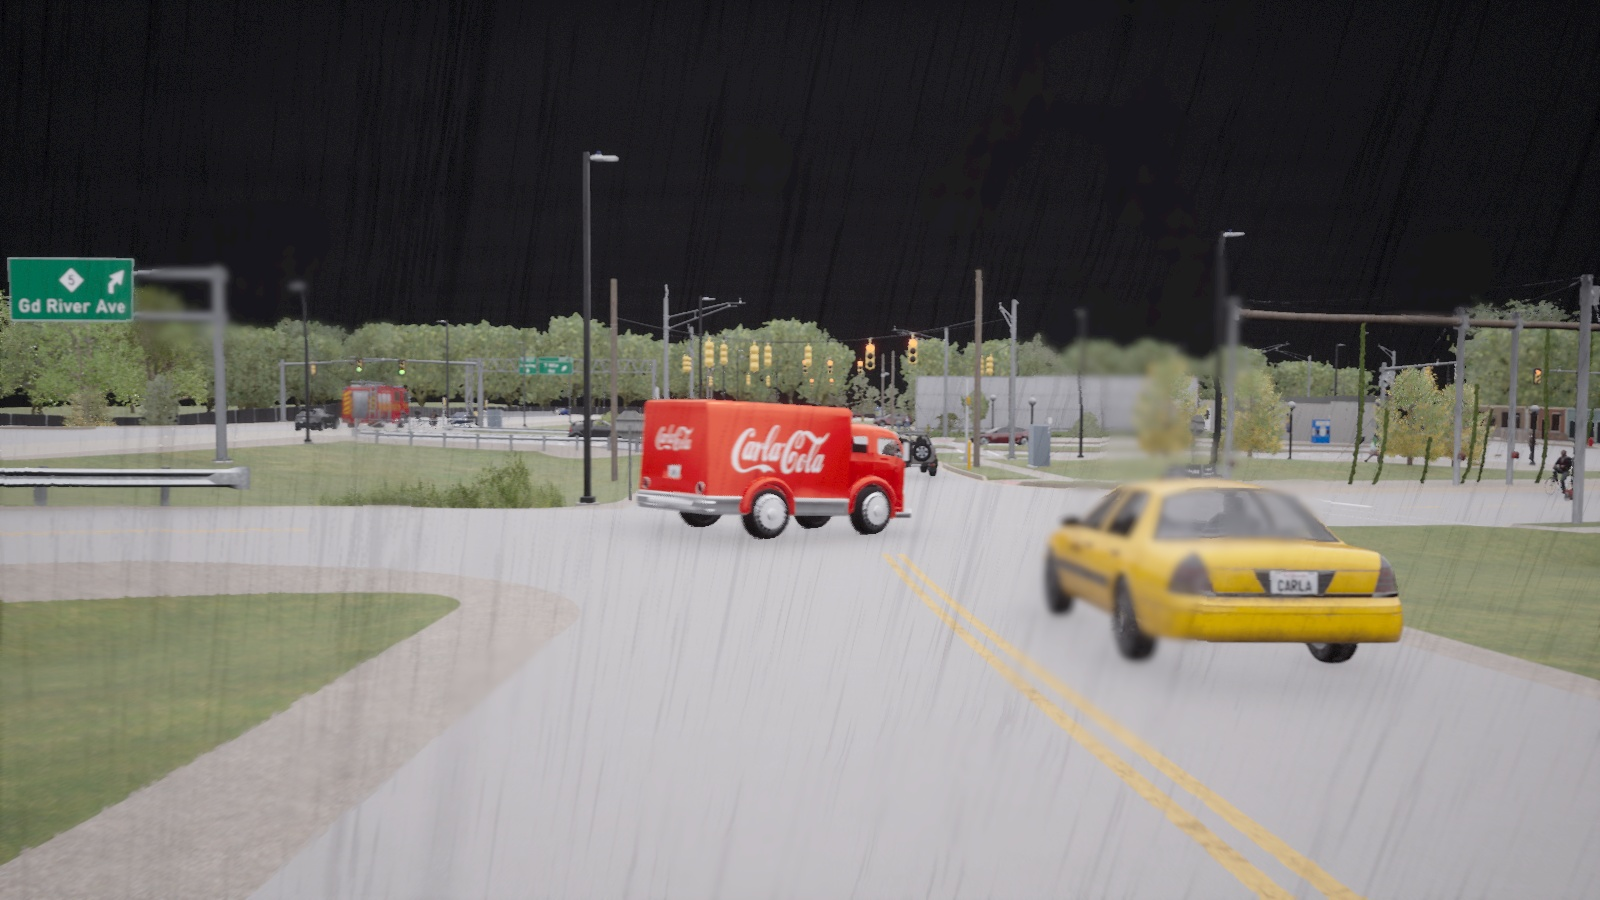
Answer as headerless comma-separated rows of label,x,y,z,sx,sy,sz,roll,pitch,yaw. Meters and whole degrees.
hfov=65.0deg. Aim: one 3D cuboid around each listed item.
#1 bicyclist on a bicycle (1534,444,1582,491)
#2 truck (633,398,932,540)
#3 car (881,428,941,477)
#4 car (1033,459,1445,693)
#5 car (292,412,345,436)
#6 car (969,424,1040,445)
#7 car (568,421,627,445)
bicyclist on a bicycle,29.352,0.659,48.608,1.843,1.776,0.659,0,3,-28
truck,-0.264,0.380,24.410,5.204,2.467,2.627,2,0,-38
car,4.440,0.057,50.971,1.932,1.855,4.605,0,2,-1
car,3.494,0.882,11.246,1.801,1.575,5.366,0,0,0
car,-34.526,-1.908,90.185,2.033,1.649,4.856,0,2,-1
car,15.012,-1.134,92.229,4.792,1.488,2.163,0,2,-4
car,-13.429,-1.138,83.510,3.705,1.549,1.789,0,3,-4
